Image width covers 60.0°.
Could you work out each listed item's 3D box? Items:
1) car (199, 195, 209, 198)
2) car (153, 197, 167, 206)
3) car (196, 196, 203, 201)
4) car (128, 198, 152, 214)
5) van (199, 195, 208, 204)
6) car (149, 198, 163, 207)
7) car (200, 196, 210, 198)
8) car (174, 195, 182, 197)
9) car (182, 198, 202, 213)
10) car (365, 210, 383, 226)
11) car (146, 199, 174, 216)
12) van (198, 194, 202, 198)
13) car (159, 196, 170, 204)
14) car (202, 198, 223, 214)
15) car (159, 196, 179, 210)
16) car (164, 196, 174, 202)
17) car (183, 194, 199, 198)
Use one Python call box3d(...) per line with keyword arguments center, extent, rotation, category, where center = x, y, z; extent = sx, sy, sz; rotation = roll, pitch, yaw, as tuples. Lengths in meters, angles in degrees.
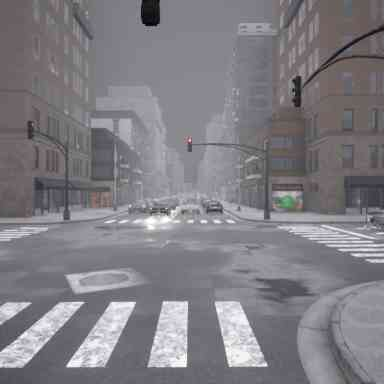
box3d(center=(2.397, 1.636, 52.614), extent=(1.947, 1.339, 4.313), rotation=(0, 0, 0), category="car")
box3d(center=(-5.617, 1.634, 58.140), extent=(2.008, 1.369, 4.403), rotation=(0, 0, 0), category="car")
box3d(center=(2.061, 1.698, 90.050), extent=(1.812, 1.442, 4.674), rotation=(0, 0, 0), category="car")
box3d(center=(-5.661, 1.480, 36.098), extent=(1.967, 1.590, 4.097), rotation=(0, 0, 0), category="car")
box3d(center=(2.429, 1.452, 69.146), extent=(1.690, 1.788, 3.998), rotation=(0, 0, 0), category="van")
box3d(center=(-5.628, 1.652, 52.629), extent=(1.802, 1.307, 4.206), rotation=(0, 0, 0), category="car")
box3d(center=(2.386, 1.641, 47.103), extent=(1.802, 1.307, 4.206), rotation=(0, 0, 0), category="car")
box3d(center=(-3.078, 1.636, 53.397), extent=(1.994, 1.385, 4.181), rotation=(0, 0, 0), category="car")
box3d(center=(-0.157, 1.642, 36.774), extent=(1.895, 1.301, 4.718), rotation=(0, 0, 0), category="car")
box3d(center=(13.384, 1.442, 20.591), extent=(4.902, 1.511, 2.128), rotation=(0, 0, 0), category="car")
box3d(center=(-3.129, 1.637, 33.460), extent=(1.895, 1.301, 4.718), rotation=(0, 0, 0), category="car")
box3d(center=(2.408, 1.424, 58.125), extent=(1.690, 1.788, 3.998), rotation=(0, 0, 0), category="van")
box3d(center=(-5.596, 1.551, 69.162), extent=(1.967, 1.590, 4.097), rotation=(0, 0, 0), category="car")
box3d(center=(2.364, 1.606, 36.081), extent=(1.947, 1.339, 4.313), rotation=(0, 0, 0), category="car")
box3d(center=(-3.105, 1.616, 43.438), extent=(1.994, 1.385, 4.181), rotation=(0, 0, 1), category="car")
box3d(center=(-5.574, 1.694, 80.183), extent=(2.008, 1.369, 4.403), rotation=(0, 0, 0), category="car")
box3d(center=(-0.114, 1.593, 65.157), extent=(2.128, 1.511, 4.902), rotation=(0, 0, 0), category="car")
